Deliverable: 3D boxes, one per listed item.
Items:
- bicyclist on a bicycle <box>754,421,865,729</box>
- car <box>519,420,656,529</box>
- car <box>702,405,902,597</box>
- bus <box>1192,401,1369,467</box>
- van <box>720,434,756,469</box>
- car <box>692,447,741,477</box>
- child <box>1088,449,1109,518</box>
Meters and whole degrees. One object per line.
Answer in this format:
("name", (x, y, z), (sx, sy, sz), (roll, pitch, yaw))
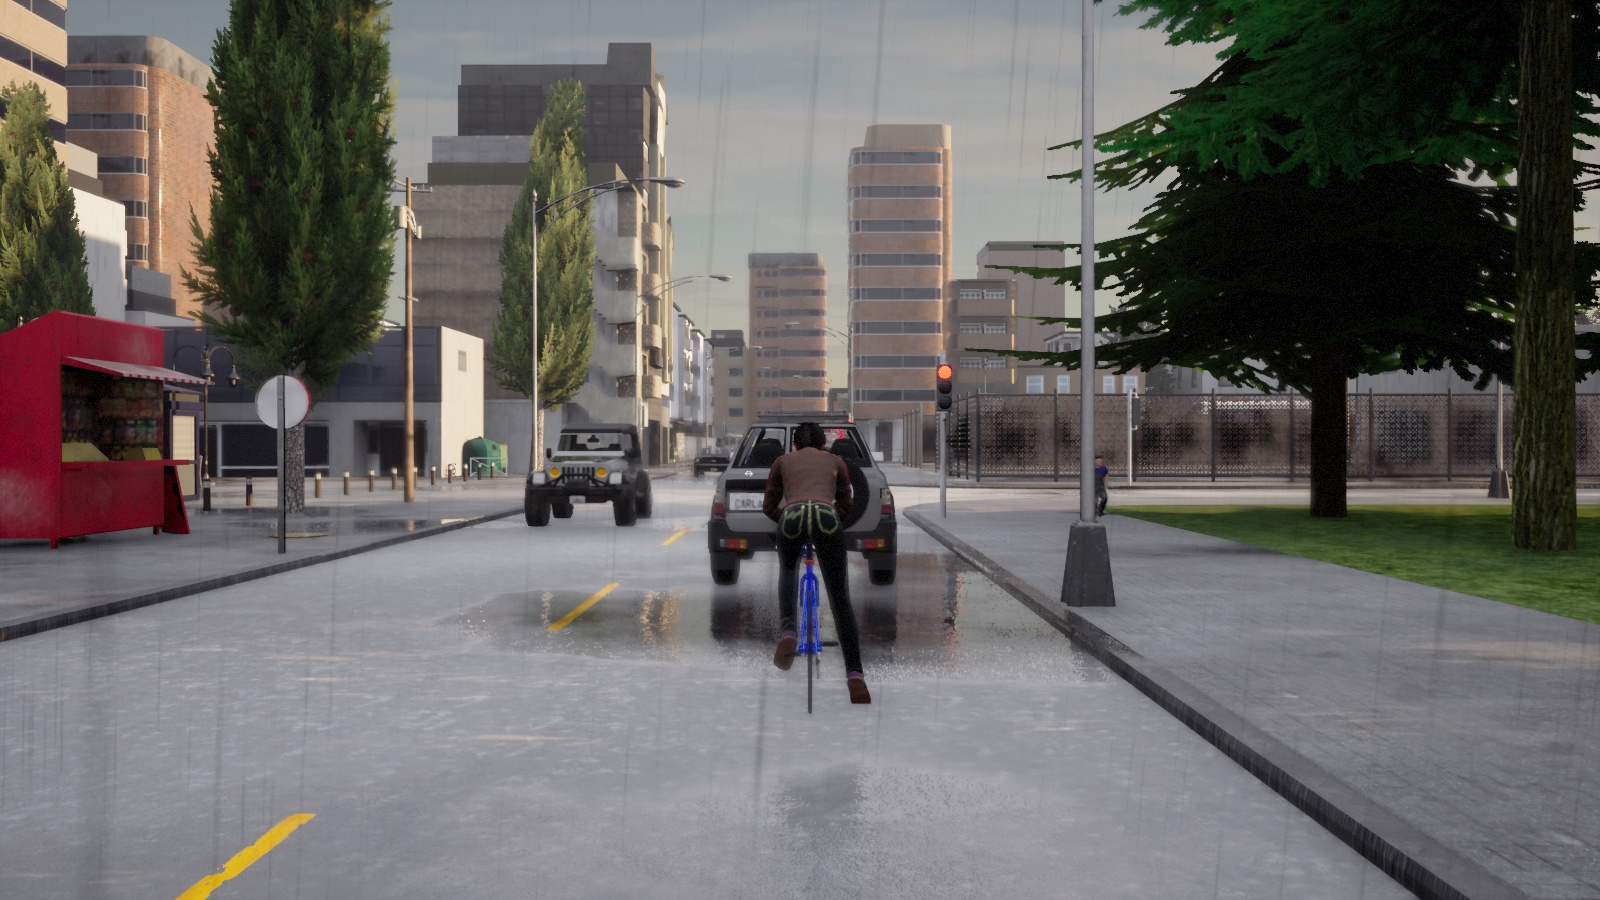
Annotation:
("bicyclist on a bicycle", (0.056, 0.657, 7.439), (0.582, 1.620, 1.656), (0, 0, 0))
("car", (-3.884, 0.406, 23.545), (1.905, 1.878, 3.866), (0, 0, 0))
("car", (0.069, 0.482, 14.471), (1.932, 1.855, 4.605), (0, 0, 1))
("bus", (31.802, -1.076, 83.504), (10.273, 4.253, 3.944), (0, 0, 4))
("van", (-3.659, 0.076, 74.552), (1.775, 1.987, 4.442), (0, 0, 2))
("car", (-3.738, 0.523, 56.857), (1.895, 1.301, 4.718), (0, 0, 0))
("child", (5.486, 0.610, 23.080), (0.270, 1.263, 0.437), (0, 0, -2))
